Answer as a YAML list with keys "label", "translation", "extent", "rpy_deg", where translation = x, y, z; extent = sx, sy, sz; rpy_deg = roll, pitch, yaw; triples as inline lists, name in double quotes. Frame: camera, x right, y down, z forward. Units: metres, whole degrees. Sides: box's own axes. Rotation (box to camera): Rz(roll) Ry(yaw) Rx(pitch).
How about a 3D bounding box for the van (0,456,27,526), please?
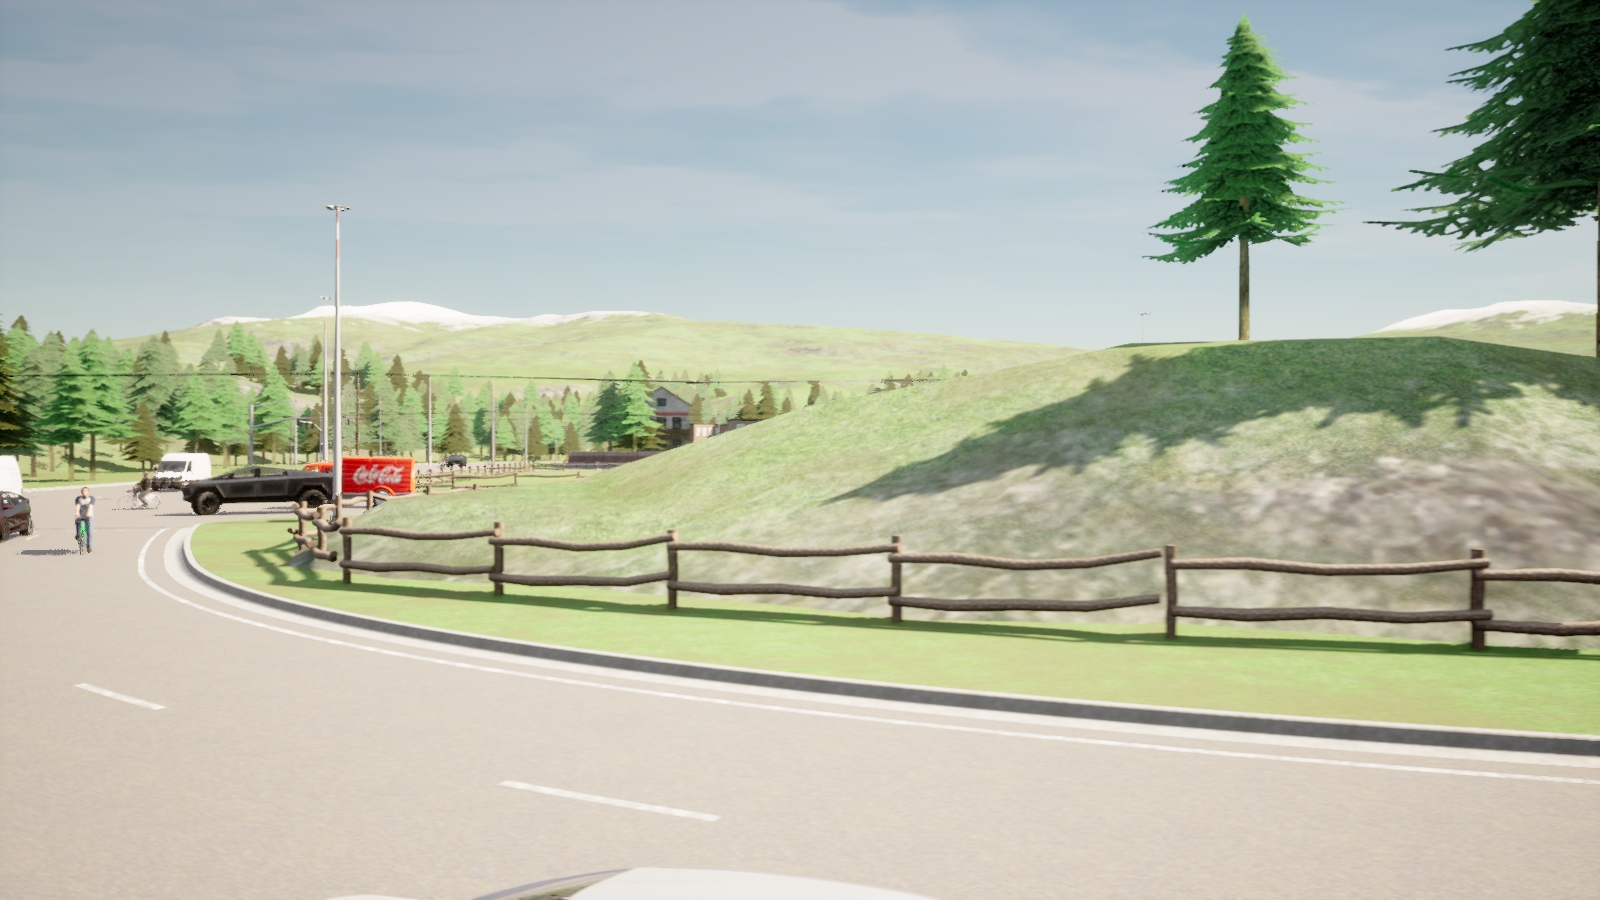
- label: "van"
  translation: [-29.970, 1.513, 40.287]
  extent: [1.988, 2.561, 5.915]
  rpy_deg: [-1, 0, -7]

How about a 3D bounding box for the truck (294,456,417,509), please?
- label: "truck"
  translation: [-21.449, 1.567, 55.358]
  extent: [5.204, 2.467, 2.627]
  rpy_deg: [1, -1, -14]

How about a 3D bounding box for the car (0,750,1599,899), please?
- label: "car"
  translation: [0.164, 2.034, 2.925]
  extent: [5.006, 1.535, 2.097]
  rpy_deg: [0, 0, 21]

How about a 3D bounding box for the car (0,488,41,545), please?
- label: "car"
  translation: [-25.184, 2.022, 35.242]
  extent: [2.007, 1.525, 4.514]
  rpy_deg: [0, 0, -21]

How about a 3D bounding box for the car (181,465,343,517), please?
- label: "car"
  translation: [-23.631, 1.736, 50.253]
  extent: [6.274, 2.098, 2.390]
  rpy_deg: [0, 0, -30]

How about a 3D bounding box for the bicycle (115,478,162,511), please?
- label: "bicycle"
  translation: [-30.564, 2.039, 52.818]
  extent: [0.329, 1.471, 1.835]
  rpy_deg: [4, 2, 37]

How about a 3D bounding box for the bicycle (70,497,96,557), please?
- label: "bicycle"
  translation: [-19.193, 2.042, 30.604]
  extent: [0.373, 1.496, 1.643]
  rpy_deg: [1, 0, -26]
